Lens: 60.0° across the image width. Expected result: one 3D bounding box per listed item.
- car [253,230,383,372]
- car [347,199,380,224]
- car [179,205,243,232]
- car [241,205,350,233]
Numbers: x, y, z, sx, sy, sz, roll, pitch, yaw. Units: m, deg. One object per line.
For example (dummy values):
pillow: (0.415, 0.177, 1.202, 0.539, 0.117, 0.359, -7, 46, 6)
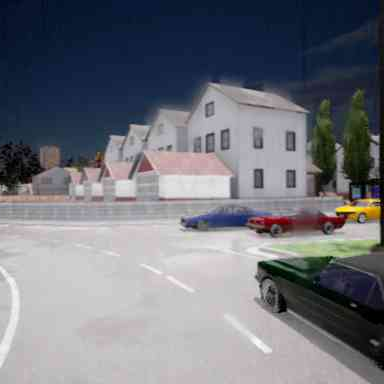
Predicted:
car: (2.707, 1.550, 4.835, 1.895, 1.301, 4.718, -1, 0, -16)
car: (12.032, 1.248, 22.952, 5.008, 1.535, 1.882, -1, 0, -26)
car: (1.992, 1.457, 19.304, 5.357, 1.411, 2.033, -1, 0, -13)
car: (5.143, 1.479, 16.694, 4.718, 1.301, 1.895, -1, 0, -16)
